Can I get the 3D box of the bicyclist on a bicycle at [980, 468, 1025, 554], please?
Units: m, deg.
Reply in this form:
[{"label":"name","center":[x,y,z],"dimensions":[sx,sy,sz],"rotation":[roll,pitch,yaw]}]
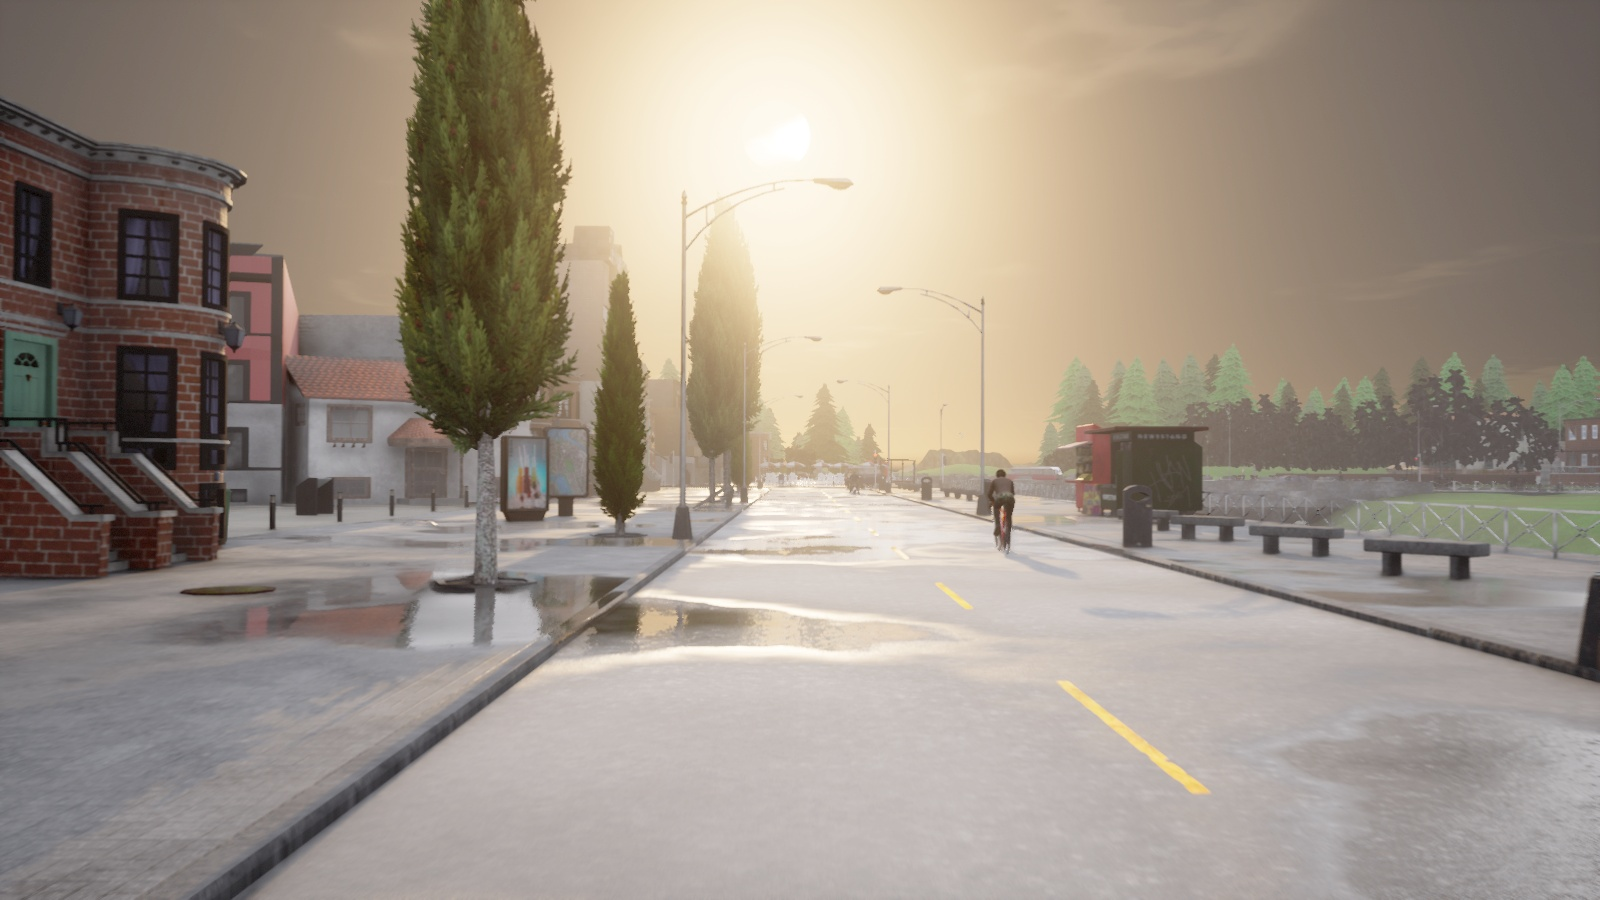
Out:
[{"label":"bicyclist on a bicycle","center":[3.935,1.162,24.513],"dimensions":[0.582,1.620,1.656],"rotation":[0,-1,0]}]
